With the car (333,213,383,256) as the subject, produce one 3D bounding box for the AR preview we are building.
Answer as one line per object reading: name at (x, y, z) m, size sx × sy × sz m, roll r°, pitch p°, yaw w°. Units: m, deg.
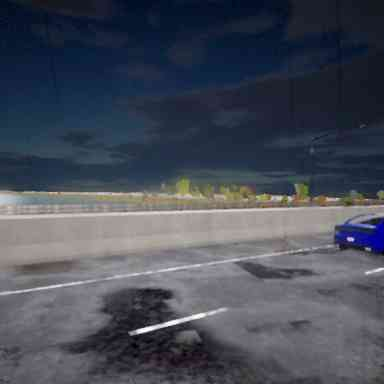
car at (7.906, 1.617, 13.737) m, size 5.008 × 1.535 × 1.882 m, roll 0°, pitch 0°, yaw -35°
